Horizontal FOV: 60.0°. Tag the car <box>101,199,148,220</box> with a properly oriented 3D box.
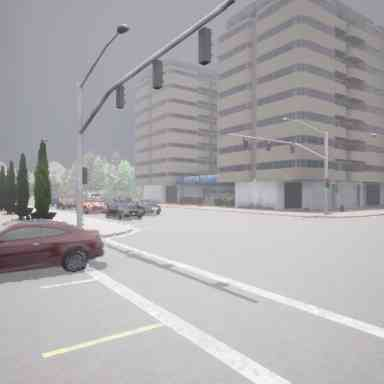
[{"bbox_3d":[-5.806,1.564,28.258,1.994,1.385,4.181,0,0,-35],"label":"car"}]

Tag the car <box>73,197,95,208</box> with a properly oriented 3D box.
[{"bbox_3d":[-15.962,1.505,49.033,1.837,1.490,4.892,0,0,-34],"label":"car"}]

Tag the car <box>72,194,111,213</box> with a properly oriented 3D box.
[{"bbox_3d":[-10.763,1.352,35.391,2.097,1.767,4.553,0,0,-35],"label":"car"}]

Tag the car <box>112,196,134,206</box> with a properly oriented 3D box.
[{"bbox_3d":[-11.507,1.504,55.206,1.837,1.490,4.892,0,0,-35],"label":"car"}]

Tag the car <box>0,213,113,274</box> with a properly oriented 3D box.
[{"bbox_3d":[-4.780,1.526,9.178,4.674,1.442,1.812,0,0,-35],"label":"car"}]

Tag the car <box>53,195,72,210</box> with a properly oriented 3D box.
[{"bbox_3d":[-16.403,1.526,43.524,1.812,1.442,4.674,0,0,-35],"label":"car"}]

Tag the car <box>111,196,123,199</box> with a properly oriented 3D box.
[{"bbox_3d":[-10.075,1.505,40.538,1.837,1.490,4.892,0,0,-35],"label":"car"}]

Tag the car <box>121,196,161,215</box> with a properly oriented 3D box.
[{"bbox_3d":[-4.830,1.492,32.982,2.128,1.511,4.902,0,0,-35],"label":"car"}]
